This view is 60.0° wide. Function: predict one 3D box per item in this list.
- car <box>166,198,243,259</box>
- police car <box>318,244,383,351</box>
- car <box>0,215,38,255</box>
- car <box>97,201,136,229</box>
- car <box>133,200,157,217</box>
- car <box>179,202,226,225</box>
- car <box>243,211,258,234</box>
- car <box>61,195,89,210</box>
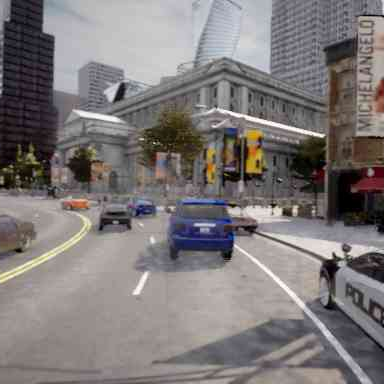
[{"bbox_3d":[0.175,1.261,12.986,2.150,2.045,5.566,2,0,-5],"label":"car"},{"bbox_3d":[3.478,1.524,5.111,1.930,1.638,5.238,1,0,3],"label":"police car"},{"bbox_3d":[-6.695,1.407,10.335,2.033,1.411,5.357,1,0,-2],"label":"car"},{"bbox_3d":[-4.832,1.437,20.837,1.837,1.490,4.892,2,0,-14],"label":"car"},{"bbox_3d":[-4.786,1.436,30.711,1.882,1.535,5.008,2,0,-25],"label":"car"},{"bbox_3d":[0.663,1.602,25.658,2.002,1.452,4.674,1,0,-19],"label":"car"},{"bbox_3d":[2.318,1.704,20.172,1.895,1.301,4.718,1,0,-9],"label":"car"},{"bbox_3d":[-13.523,1.111,38.317,2.097,1.767,4.553,2,0,-36],"label":"car"}]
